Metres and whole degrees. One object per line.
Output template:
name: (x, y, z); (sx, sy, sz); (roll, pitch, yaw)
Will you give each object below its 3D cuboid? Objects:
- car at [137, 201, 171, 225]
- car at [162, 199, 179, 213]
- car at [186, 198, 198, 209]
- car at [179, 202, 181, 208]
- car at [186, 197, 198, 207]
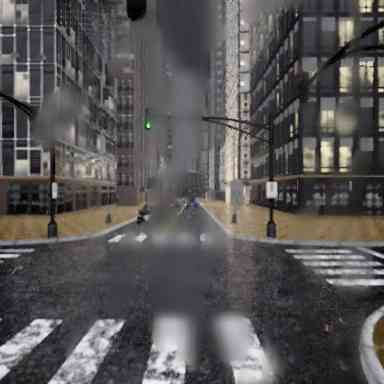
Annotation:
car: (-3.094, 1.696, 25.979); (2.128, 1.511, 4.902); (0, 0, 0)
car: (-3.085, 1.686, 41.313); (2.097, 1.767, 4.553); (0, -1, 0)
car: (0.002, 1.977, 55.054); (1.812, 1.442, 4.674); (0, -1, 0)
car: (-2.997, 2.104, 59.255); (2.033, 1.411, 5.357); (0, -1, 0)
car: (0.003, 1.893, 65.043); (2.097, 1.767, 4.553); (0, -1, 0)
